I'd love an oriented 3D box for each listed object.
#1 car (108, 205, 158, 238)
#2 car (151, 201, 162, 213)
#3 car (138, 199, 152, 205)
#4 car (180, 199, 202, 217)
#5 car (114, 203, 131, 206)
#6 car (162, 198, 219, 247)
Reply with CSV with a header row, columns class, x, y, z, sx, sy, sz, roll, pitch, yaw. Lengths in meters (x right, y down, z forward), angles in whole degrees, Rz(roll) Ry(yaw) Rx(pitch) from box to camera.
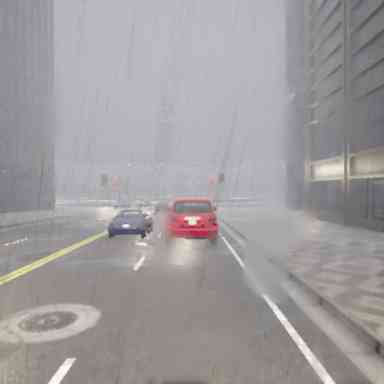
class,x,y,z,sx,sy,sz,roll,pitch,yaw
car,-3.249,1.644,18.312,1.994,1.385,4.181,0,0,0
car,-3.377,1.880,39.775,1.837,1.490,4.892,0,-1,0
car,-6.782,1.757,48.556,1.837,1.490,4.892,0,-1,0
car,-0.104,1.625,34.632,2.097,1.767,4.553,0,-1,0
car,-10.032,1.814,48.536,2.033,1.411,5.357,0,-1,0
car,0.007,1.267,15.494,2.150,2.045,5.566,0,0,0
